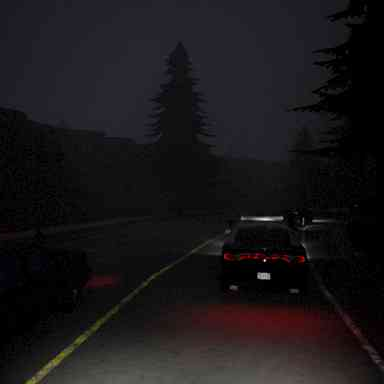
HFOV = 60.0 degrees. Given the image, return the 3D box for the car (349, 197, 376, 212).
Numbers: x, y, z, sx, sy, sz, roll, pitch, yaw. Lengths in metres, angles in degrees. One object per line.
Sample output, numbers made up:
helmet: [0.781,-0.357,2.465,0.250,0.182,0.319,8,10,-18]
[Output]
car: [20.222,1.564,38.705,4.181,1.385,1.994,0,0,-34]

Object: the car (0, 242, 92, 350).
car: [-3.283,1.547,5.008,2.033,1.411,5.357,0,0,5]

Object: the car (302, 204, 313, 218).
car: [7.053,1.506,22.973,1.837,1.490,4.892,0,0,30]

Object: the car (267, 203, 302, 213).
car: [4.568,1.478,17.895,1.882,1.535,5.008,0,0,23]

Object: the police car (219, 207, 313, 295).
police car: [1.881,1.425,8.988,1.930,1.638,5.238,0,0,11]
